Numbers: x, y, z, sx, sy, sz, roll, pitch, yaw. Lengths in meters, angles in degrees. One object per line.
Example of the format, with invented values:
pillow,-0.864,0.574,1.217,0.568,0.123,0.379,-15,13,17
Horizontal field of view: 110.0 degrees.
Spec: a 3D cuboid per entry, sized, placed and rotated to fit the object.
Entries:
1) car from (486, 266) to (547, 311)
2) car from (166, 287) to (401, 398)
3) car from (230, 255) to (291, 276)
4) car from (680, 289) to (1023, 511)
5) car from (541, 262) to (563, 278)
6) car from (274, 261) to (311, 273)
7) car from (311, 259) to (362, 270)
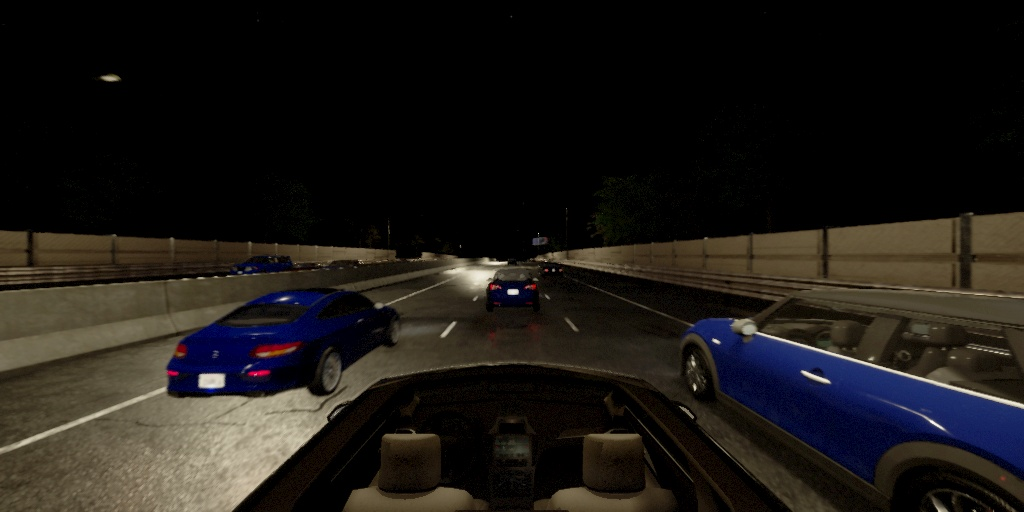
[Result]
car,0.031,1.286,14.769,2.163,1.488,4.792,0,0,0
car,-3.496,1.294,6.484,1.812,1.442,4.674,0,0,0
car,-20.989,0.953,30.452,2.150,2.045,5.566,0,0,0
car,3.602,1.111,3.619,2.097,1.767,4.553,0,0,0
car,3.614,1.279,33.612,2.033,1.411,5.357,0,0,0
car,-17.491,1.310,30.299,1.994,1.385,4.181,0,0,0
car,-14.001,1.099,29.432,2.097,1.767,4.553,0,0,0
